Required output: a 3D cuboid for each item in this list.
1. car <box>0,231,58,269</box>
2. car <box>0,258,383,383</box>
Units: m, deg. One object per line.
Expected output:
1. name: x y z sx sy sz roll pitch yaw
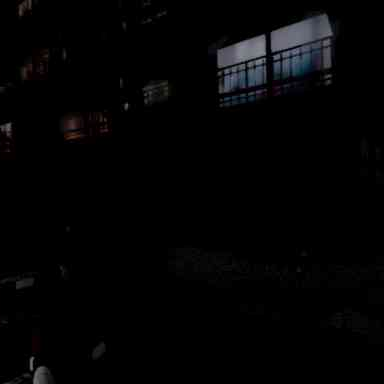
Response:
1. car: -4.143 1.480 6.442 4.097 1.590 1.967 -1 0 39
2. car: 0.253 1.520 2.912 4.507 1.381 1.887 -1 0 39
